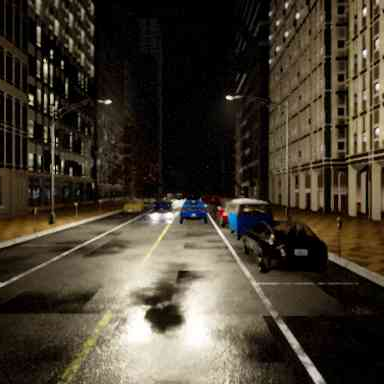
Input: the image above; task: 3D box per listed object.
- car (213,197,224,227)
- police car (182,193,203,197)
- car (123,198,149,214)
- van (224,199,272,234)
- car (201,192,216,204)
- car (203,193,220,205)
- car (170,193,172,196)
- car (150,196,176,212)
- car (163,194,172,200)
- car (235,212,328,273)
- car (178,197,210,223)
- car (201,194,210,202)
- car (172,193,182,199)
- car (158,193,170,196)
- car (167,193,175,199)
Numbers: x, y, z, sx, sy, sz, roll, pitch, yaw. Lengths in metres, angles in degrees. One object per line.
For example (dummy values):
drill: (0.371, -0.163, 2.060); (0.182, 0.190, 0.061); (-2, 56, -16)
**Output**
car: (2.695, 1.332, 21.677); (1.967, 1.590, 4.097); (0, 0, 0)
police car: (0.104, 1.205, 42.236); (1.930, 1.638, 5.238); (0, 0, 0)
car: (-5.686, 1.357, 32.902); (1.752, 1.417, 4.829); (0, 0, 0)
van: (2.694, 1.263, 15.985); (1.690, 1.788, 3.998); (0, 0, 0)
car: (2.698, 1.017, 55.829); (2.192, 1.841, 5.009); (0, 0, 0)
car: (2.697, 1.082, 44.444); (2.192, 1.841, 5.009); (0, 0, 0)
car: (-5.683, 1.200, 67.227); (1.947, 1.339, 4.313); (0, 0, 0)
car: (-3.096, 1.415, 36.027); (1.895, 1.301, 4.718); (0, 0, 0)
car: (-5.682, 1.145, 78.610); (1.802, 1.307, 4.206); (0, 0, 0)
car: (2.693, 1.516, 10.292); (1.947, 1.339, 4.313); (0, 0, 0)
car: (0.103, 1.356, 24.359); (1.882, 1.535, 5.008); (0, 0, 0)
car: (2.698, 1.158, 67.383); (1.752, 1.417, 4.829); (0, 0, 0)
car: (-2.995, 1.013, 77.307); (2.128, 1.511, 4.902); (0, 0, 0)
car: (-5.683, 1.219, 61.534); (2.008, 1.369, 4.403); (0, 0, 0)
car: (-5.682, 1.042, 89.995); (2.008, 1.369, 4.403); (0, 0, 0)
